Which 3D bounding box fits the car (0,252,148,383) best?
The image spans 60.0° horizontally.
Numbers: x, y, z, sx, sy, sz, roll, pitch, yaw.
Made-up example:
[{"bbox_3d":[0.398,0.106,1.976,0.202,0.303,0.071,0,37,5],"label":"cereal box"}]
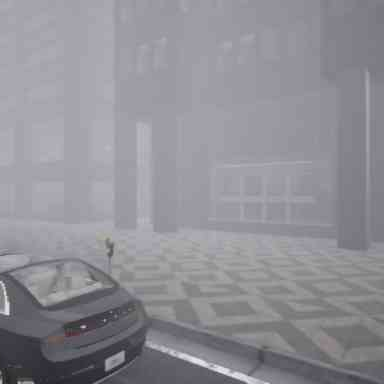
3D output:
[{"bbox_3d":[-2.601,1.571,4.815,4.403,1.369,2.008,0,0,35],"label":"car"}]
